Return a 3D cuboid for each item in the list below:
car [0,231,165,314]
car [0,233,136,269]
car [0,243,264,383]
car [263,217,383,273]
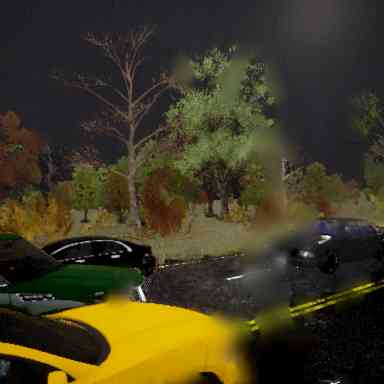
[{"bbox_3d":[-3.359,2.053,9.349,4.892,1.490,1.837,0,-3,-35],"label":"car"},{"bbox_3d":[-3.365,1.579,4.835,5.566,2.045,2.150,-1,-5,-7],"label":"car"},{"bbox_3d":[-1.835,1.530,2.140,5.008,1.535,1.882,-4,-2,-39],"label":"car"},{"bbox_3d":[4.729,1.564,10.893,5.357,1.411,2.033,0,0,-35],"label":"car"}]
